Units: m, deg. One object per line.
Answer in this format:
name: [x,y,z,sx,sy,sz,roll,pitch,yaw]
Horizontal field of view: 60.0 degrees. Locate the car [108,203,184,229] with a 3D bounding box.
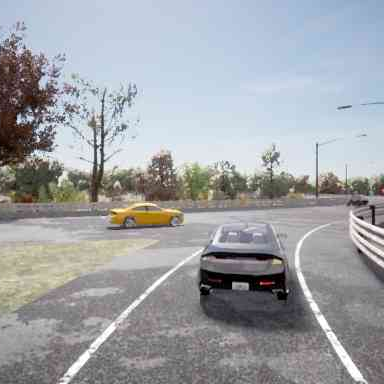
car: [-2.962,1.477,21.862,5.008,1.535,1.882,0,0,-27]

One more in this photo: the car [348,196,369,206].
car: [26.803,1.347,53.516,2.097,1.767,4.553,0,0,41]

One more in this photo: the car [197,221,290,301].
car: [1.360,1.492,8.410,2.128,1.511,4.902,0,0,11]
